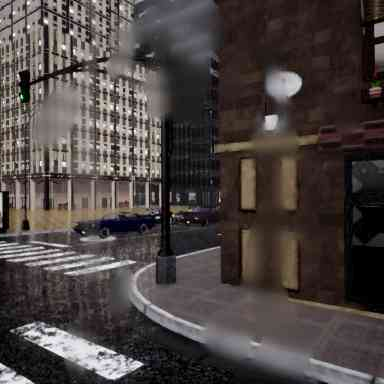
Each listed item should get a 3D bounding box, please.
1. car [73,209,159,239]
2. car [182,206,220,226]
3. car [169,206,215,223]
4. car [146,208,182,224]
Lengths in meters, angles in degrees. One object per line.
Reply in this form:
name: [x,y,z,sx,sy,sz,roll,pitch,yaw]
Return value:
car: [-4.364,1.835,19.155,1.895,1.301,4.718,-1,-1,36]
car: [1.259,1.922,27.109,2.033,1.411,5.357,-1,-1,35]
car: [0.059,1.974,30.163,2.008,1.369,4.403,-2,-2,35]
car: [-3.134,1.893,25.600,2.008,1.369,4.403,-2,-2,35]
